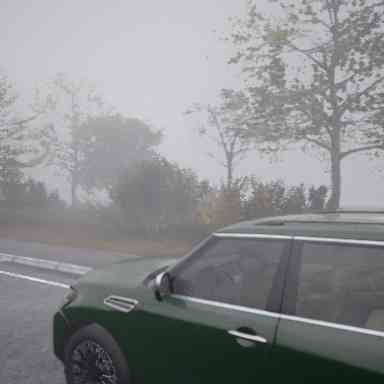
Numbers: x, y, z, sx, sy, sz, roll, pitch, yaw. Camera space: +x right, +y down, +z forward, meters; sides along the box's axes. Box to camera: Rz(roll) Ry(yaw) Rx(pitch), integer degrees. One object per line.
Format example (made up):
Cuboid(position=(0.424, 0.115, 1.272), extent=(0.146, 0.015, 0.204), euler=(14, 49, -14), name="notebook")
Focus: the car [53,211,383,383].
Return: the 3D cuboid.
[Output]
Cuboid(position=(1.063, 1.209, 3.110), extent=(5.566, 2.045, 2.150), euler=(0, 0, 35), name="car")
